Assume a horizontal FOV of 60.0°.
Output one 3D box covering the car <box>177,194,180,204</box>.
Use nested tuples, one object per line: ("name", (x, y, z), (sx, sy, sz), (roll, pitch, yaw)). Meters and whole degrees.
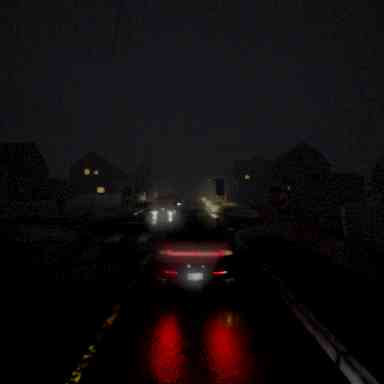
("car", (-2.962, 1.010, 44.982), (1.812, 1.442, 4.674), (0, 1, 1))

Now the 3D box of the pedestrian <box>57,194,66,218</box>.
("pedestrian", (-9.863, 1.047, 25.081), (0.375, 1.860, 0.375), (0, -2, -1))

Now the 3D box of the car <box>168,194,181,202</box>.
("car", (-2.926, 0.988, 55.464), (1.895, 1.301, 4.718), (0, 1, 0))

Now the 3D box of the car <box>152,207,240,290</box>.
("car", (0.122, 1.376, 8.764), (2.128, 1.511, 4.902), (0, 1, 1))

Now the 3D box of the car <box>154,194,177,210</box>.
("car", (-2.912, 1.061, 35.163), (1.882, 1.535, 5.008), (0, 0, 0))
